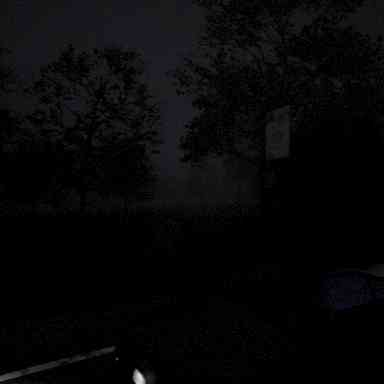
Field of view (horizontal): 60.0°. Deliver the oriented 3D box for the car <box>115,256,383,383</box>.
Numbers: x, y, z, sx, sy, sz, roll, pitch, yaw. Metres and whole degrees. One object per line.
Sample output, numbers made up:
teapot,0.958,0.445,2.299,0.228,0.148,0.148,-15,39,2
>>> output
car,1.228,1.567,4.094,4.181,1.385,1.994,0,0,-31
